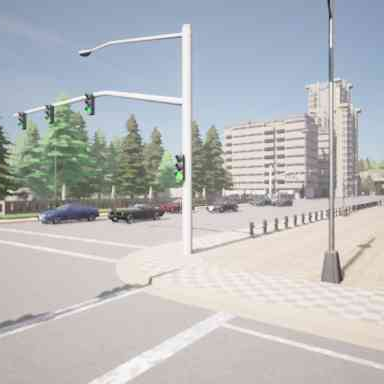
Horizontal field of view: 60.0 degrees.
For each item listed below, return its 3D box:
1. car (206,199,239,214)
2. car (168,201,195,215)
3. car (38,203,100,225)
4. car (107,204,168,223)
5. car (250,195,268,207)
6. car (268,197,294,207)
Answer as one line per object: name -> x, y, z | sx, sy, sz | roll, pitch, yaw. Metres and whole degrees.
car -> 3.413, 1.543, 36.859 | 2.128, 1.511, 4.902 | 0, 0, 36
car -> -1.760, 1.662, 35.638 | 1.895, 1.301, 4.718 | 0, 0, 36
car -> -9.209, 1.587, 25.204 | 1.812, 1.442, 4.674 | 0, 0, 38
car -> -4.313, 1.652, 26.033 | 1.895, 1.301, 4.718 | 0, 0, 35
car -> 11.089, 1.411, 53.500 | 2.097, 1.767, 4.553 | 0, 0, 36
car -> 14.185, 1.598, 51.806 | 2.033, 1.411, 5.357 | 0, 0, 36
